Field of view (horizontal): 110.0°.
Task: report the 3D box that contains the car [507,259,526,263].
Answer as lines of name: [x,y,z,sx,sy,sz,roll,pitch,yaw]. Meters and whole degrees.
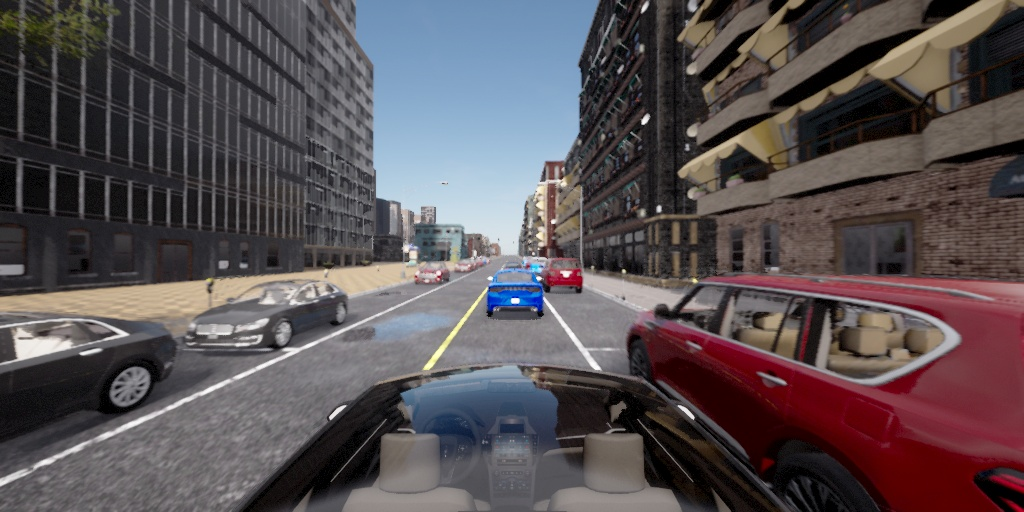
car: [0.101,1.223,33.012,1.812,1.442,4.674,0,0,0]

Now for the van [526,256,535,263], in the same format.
van: [2.692,1.029,37.256,1.690,1.789,3.998,0,0,0]

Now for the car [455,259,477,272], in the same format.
car: [-5.662,1.116,42.871,1.967,1.591,4.097,0,0,0]

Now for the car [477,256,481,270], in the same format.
car: [-5.656,1.102,48.518,1.967,1.591,4.097,0,0,0]

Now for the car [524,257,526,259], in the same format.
car: [2.692,1.207,48.551,1.888,1.381,4.507,0,0,0]

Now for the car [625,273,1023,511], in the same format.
car: [2.691,1.063,3.378,2.192,1.841,5.009,0,0,0]

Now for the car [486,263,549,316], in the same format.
car: [0.100,1.210,13.396,1.882,1.535,5.008,0,0,0]

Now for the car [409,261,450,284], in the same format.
car: [-5.693,1.151,25.933,1.967,1.591,4.097,0,0,0]

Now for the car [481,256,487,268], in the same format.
car: [-5.656,1.177,59.809,1.888,1.381,4.507,0,0,0]

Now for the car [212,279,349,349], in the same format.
car: [-5.690,1.290,8.996,2.007,1.370,4.403,0,0,0]

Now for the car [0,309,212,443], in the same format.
car: [-5.690,1.298,3.349,2.007,1.370,4.403,0,0,0]

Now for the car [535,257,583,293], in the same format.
car: [2.691,1.036,20.317,2.192,1.841,5.009,0,0,0]
